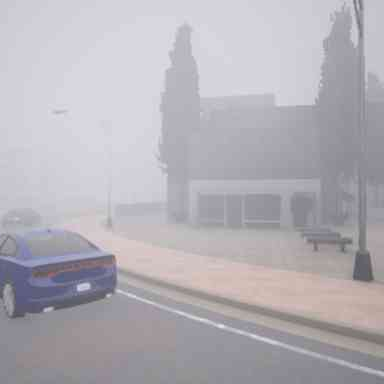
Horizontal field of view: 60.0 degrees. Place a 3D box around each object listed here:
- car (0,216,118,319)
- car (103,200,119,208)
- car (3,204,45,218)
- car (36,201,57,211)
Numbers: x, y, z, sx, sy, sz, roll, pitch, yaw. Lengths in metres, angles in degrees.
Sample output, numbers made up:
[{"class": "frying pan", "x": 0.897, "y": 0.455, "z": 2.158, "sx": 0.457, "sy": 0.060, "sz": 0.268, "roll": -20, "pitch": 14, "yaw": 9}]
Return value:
[{"class": "car", "x": -3.658, "y": 1.573, "z": 7.765, "sx": 1.882, "sy": 1.535, "sz": 5.008, "roll": 0, "pitch": -1, "yaw": -44}, {"class": "car", "x": -15.590, "y": 2.324, "z": 64.625, "sx": 1.812, "sy": 1.442, "sz": 4.674, "roll": 0, "pitch": -1, "yaw": 8}, {"class": "car", "x": -12.809, "y": 1.865, "z": 25.256, "sx": 1.994, "sy": 1.385, "sz": 4.181, "roll": 0, "pitch": -1, "yaw": -14}, {"class": "car", "x": -22.342, "y": 2.125, "z": 50.132, "sx": 1.812, "sy": 1.442, "sz": 4.674, "roll": 0, "pitch": -1, "yaw": 12}]
